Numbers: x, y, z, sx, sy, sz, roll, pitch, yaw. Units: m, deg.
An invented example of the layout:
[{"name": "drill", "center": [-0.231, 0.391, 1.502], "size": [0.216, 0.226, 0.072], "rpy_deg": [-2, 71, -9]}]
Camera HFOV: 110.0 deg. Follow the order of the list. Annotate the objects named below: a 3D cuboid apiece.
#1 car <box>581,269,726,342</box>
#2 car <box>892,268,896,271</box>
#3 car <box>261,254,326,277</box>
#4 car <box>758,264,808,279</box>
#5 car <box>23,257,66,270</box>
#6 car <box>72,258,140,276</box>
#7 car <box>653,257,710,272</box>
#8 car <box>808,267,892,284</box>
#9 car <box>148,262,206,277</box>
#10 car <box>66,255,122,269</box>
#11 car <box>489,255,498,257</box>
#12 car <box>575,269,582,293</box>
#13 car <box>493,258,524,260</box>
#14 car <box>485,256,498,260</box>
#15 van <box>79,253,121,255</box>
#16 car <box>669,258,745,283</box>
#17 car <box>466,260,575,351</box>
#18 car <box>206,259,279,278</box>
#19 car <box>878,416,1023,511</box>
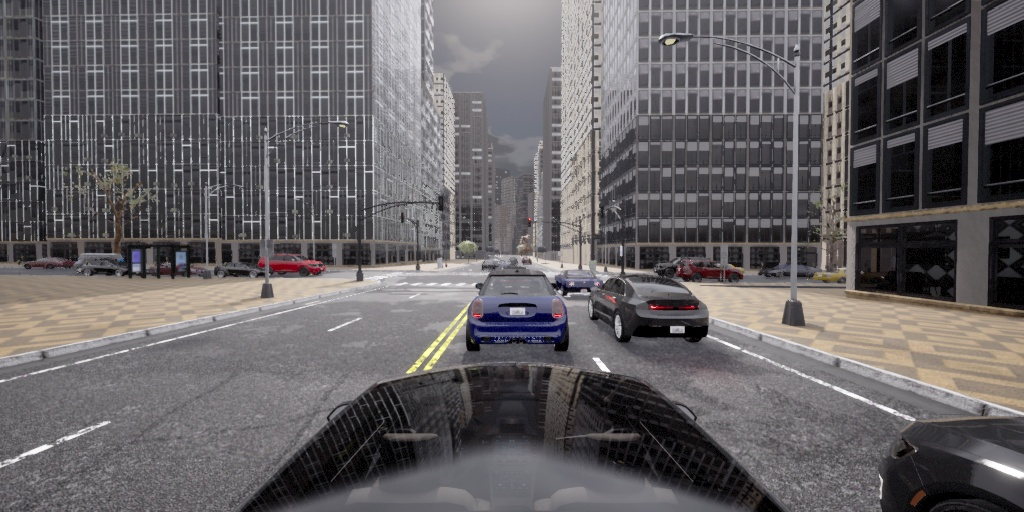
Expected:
[{"name": "car", "center": [3.363, 1.251, 9.717], "size": [1.837, 1.490, 4.892], "rpy_deg": [0, 0, 0]}, {"name": "car", "center": [33.159, 1.684, 29.387], "size": [4.207, 1.307, 1.802], "rpy_deg": [0, 0, 1]}, {"name": "car", "center": [-20.228, 0.808, 32.950], "size": [5.566, 2.045, 2.150], "rpy_deg": [1, 1, 1]}, {"name": "car", "center": [27.383, 1.505, 35.275], "size": [5.357, 1.411, 2.033], "rpy_deg": [0, 1, 1]}, {"name": "car", "center": [-50.905, 0.793, 39.433], "size": [4.207, 1.307, 1.802], "rpy_deg": [0, 0, 1]}, {"name": "car", "center": [-34.047, 1.069, 30.628], "size": [4.313, 1.339, 1.948], "rpy_deg": [0, 0, 1]}, {"name": "car", "center": [16.986, 1.089, 35.467], "size": [5.566, 2.045, 2.150], "rpy_deg": [1, 1, 1]}, {"name": "car", "center": [27.689, 1.579, 29.491], "size": [4.829, 1.417, 1.751], "rpy_deg": [0, 0, 1]}, {"name": "car", "center": [-28.367, 1.138, 30.445], "size": [4.207, 1.307, 1.802], "rpy_deg": [0, 0, 1]}, {"name": "car", "center": [-37.707, 0.932, 33.345], "size": [4.892, 1.490, 1.837], "rpy_deg": [0, 1, 1]}, {"name": "car", "center": [-3.228, 0.925, 60.594], "size": [2.150, 2.045, 5.566], "rpy_deg": [0, 0, 0]}, {"name": "car", "center": [3.380, 1.341, 19.027], "size": [1.895, 1.301, 4.718], "rpy_deg": [0, 0, 0]}, {"name": "car", "center": [-0.390, 1.256, 42.489], "size": [1.994, 1.385, 4.181], "rpy_deg": [0, -1, 15]}, {"name": "car", "center": [-3.260, 1.192, 50.645], "size": [1.882, 1.535, 5.008], "rpy_deg": [0, 0, 0]}, {"name": "van", "center": [-45.223, 0.605, 39.308], "size": [3.998, 1.789, 1.690], "rpy_deg": [0, 0, 1]}, {"name": "car", "center": [16.241, 1.269, 29.707], "size": [5.009, 1.841, 2.192], "rpy_deg": [0, 0, 1]}, {"name": "car", "center": [0.112, 1.098, 9.111], "size": [2.097, 1.767, 4.553], "rpy_deg": [0, 0, 0]}, {"name": "car", "center": [-22.683, 1.174, 30.302], "size": [4.313, 1.339, 1.948], "rpy_deg": [0, 0, 1]}, {"name": "car", "center": [3.344, 1.255, 0.318], "size": [1.837, 1.490, 4.892], "rpy_deg": [0, 0, 0]}]
